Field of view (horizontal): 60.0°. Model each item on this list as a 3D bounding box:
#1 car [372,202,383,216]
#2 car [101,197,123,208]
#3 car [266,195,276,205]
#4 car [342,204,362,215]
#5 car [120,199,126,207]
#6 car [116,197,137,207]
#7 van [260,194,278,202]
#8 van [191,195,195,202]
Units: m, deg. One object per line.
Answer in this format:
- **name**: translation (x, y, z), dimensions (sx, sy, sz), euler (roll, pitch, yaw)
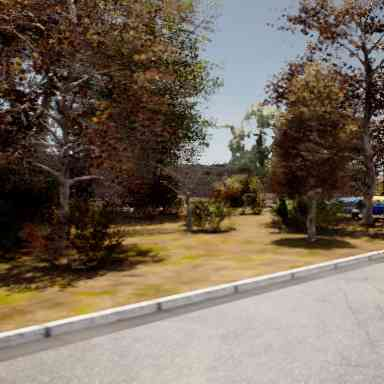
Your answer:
- **car**: translation (18.411, 1.595, 31.189), dimensions (1.882, 1.535, 5.008), euler (4, -2, -29)
- **car**: translation (-14.620, 1.908, 60.577), dimensions (2.185, 1.767, 4.553), euler (-1, 0, -36)
- **car**: translation (13.794, 1.858, 64.787), dimensions (2.002, 1.452, 4.674), euler (-1, 0, -36)
- **car**: translation (13.516, 1.491, 32.677), dimensions (2.128, 1.511, 4.902), euler (4, -3, -33)
- **car**: translation (-11.245, 2.080, 46.864), dimensions (2.231, 1.521, 4.892), euler (-1, 0, -36)
- **car**: translation (-12.303, 1.884, 62.157), dimensions (2.185, 1.767, 4.553), euler (-1, 0, -36)
- **van**: translation (19.662, 1.493, 84.920), dimensions (1.878, 1.987, 4.442), euler (0, 0, -36)
- **van**: translation (-0.991, 1.664, 70.432), dimensions (1.878, 1.987, 4.442), euler (-1, 0, -36)
